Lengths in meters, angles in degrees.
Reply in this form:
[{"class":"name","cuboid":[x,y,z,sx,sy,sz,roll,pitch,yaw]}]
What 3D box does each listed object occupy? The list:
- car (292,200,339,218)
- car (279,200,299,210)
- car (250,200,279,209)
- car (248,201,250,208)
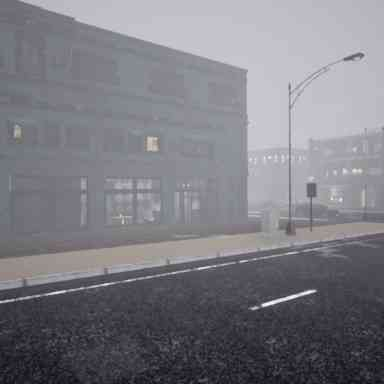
[{"class":"car","cuboid":[12.381,1.810,33.030,1.947,1.339,4.313,-2,0,-36]},{"class":"car","cuboid":[14.432,1.804,44.764,2.008,1.369,4.403,-2,0,-36]},{"class":"car","cuboid":[11.209,1.898,49.264,1.802,1.307,4.206,-2,0,-36]},{"class":"car","cuboid":[7.986,1.960,53.763,1.802,1.307,4.206,-2,0,-36]}]
